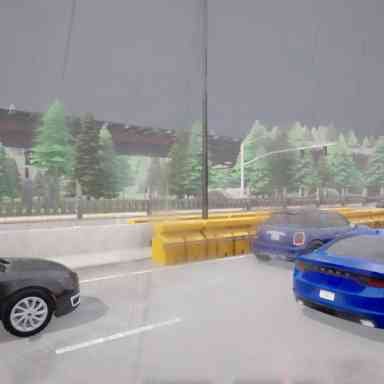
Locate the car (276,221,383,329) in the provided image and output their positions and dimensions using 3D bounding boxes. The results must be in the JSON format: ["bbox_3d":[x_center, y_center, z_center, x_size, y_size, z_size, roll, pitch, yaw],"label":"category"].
[{"bbox_3d":[4.147,1.478,6.709,5.008,1.535,1.882,0,0,-36],"label":"car"}]

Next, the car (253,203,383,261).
[{"bbox_3d":[4.185,1.352,11.037,4.553,1.767,2.097,0,0,-36],"label":"car"}]

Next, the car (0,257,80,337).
[{"bbox_3d":[-4.235,1.505,5.025,4.892,1.490,1.837,0,0,-35],"label":"car"}]

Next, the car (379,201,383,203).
[{"bbox_3d":[22.381,1.504,37.175,4.892,1.490,1.837,0,0,-36],"label":"car"}]
